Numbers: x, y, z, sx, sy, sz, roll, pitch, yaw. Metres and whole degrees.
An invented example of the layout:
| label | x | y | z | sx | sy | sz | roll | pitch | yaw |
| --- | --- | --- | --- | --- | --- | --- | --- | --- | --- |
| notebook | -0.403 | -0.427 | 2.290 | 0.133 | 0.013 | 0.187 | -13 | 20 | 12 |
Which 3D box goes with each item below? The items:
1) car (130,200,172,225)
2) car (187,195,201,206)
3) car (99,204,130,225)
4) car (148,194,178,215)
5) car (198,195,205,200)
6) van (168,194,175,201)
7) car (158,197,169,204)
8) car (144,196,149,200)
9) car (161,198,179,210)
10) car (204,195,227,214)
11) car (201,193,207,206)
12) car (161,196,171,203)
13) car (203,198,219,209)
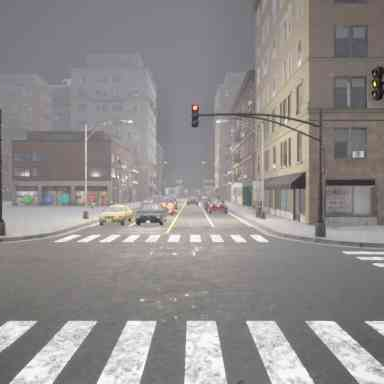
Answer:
| label | x | y | z | sx | sy | sz | roll | pitch | yaw |
| --- | --- | --- | --- | --- | --- | --- | --- | --- | --- |
| car | -2.841 | 1.548 | 24.159 | 2.033 | 1.411 | 5.357 | 0 | 0 | 0 |
| car | 0.122 | 1.604 | 56.245 | 1.895 | 1.301 | 4.718 | 0 | 0 | 0 |
| car | -5.381 | 1.526 | 23.877 | 1.752 | 1.417 | 4.829 | 0 | 0 | 0 |
| car | -2.841 | 1.353 | 33.808 | 2.097 | 1.767 | 4.553 | 0 | 0 | 0 |
| car | 2.668 | 1.575 | 91.987 | 1.947 | 1.339 | 4.313 | 0 | 0 | 0 |
| van | -5.359 | 1.349 | 86.328 | 1.690 | 1.788 | 3.998 | 0 | 0 | 0 |
| car | -5.367 | 1.586 | 63.681 | 1.802 | 1.307 | 4.206 | 0 | 0 | 0 |
| car | -5.375 | 1.553 | 41.033 | 2.008 | 1.369 | 4.403 | 0 | 0 | 0 |
| car | -2.831 | 1.550 | 44.216 | 2.033 | 1.411 | 5.357 | 0 | 0 | 0 |
| car | 2.648 | 1.441 | 35.368 | 1.967 | 1.590 | 4.097 | 0 | 0 | 0 |
| car | 2.650 | 1.317 | 41.030 | 2.192 | 1.841 | 5.009 | 0 | 0 | 0 |
| car | -5.365 | 1.530 | 69.173 | 1.752 | 1.417 | 4.829 | 0 | 0 | 0 |
| car | 2.652 | 1.568 | 46.692 | 1.947 | 1.339 | 4.313 | 0 | 0 | 0 |
